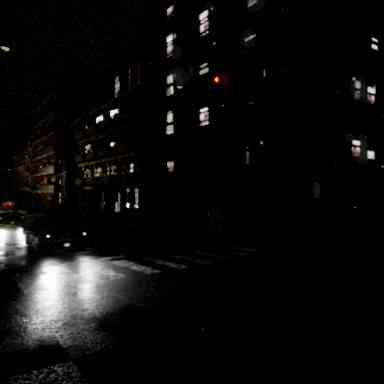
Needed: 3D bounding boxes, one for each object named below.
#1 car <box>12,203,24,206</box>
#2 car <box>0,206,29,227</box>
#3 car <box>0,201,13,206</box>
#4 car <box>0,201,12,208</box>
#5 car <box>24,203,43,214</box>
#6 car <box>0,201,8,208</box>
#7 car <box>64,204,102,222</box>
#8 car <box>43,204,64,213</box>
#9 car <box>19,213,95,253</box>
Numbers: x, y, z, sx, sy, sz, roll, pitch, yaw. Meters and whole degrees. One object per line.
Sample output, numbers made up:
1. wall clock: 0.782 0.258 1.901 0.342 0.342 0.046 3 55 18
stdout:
1. car: -28.020 2.489 55.060 1.802 1.307 4.206 -1 0 -36
2. car: -15.033 2.071 27.269 1.895 1.301 4.718 0 -1 -36
3. car: -37.820 2.592 68.594 1.967 1.590 4.097 -1 0 -36
4. car: -41.083 2.799 73.105 1.947 1.339 4.313 -1 0 -36
5. car: -21.487 2.185 46.042 1.967 1.590 4.097 -1 0 -36
6. car: -44.349 2.860 77.616 1.887 1.381 4.507 -1 0 -36
7. car: -9.634 1.893 29.881 1.967 1.590 4.097 -1 0 -36
8. car: -14.893 2.164 37.063 1.802 1.307 4.206 -1 0 -36
9. car: -6.330 1.856 15.240 1.895 1.301 4.718 0 -1 -36
